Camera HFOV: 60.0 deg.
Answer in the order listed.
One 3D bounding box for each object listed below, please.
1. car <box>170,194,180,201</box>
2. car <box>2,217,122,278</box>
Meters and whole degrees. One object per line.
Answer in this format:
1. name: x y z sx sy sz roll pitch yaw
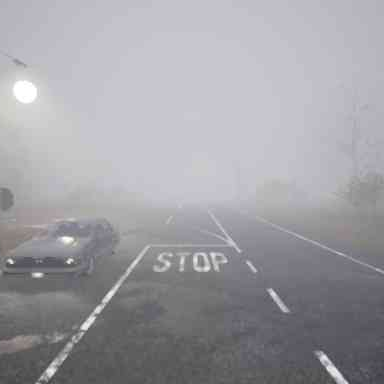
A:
1. car: -3.458 1.126 68.722 1.812 1.442 4.674 0 0 0
2. car: -3.526 1.499 10.254 2.033 1.411 5.357 0 0 0
